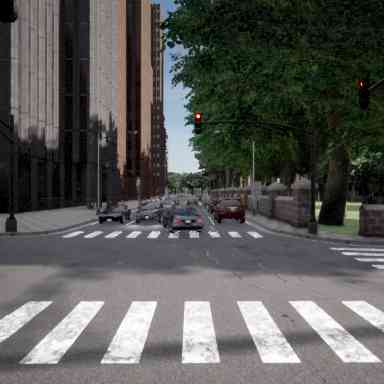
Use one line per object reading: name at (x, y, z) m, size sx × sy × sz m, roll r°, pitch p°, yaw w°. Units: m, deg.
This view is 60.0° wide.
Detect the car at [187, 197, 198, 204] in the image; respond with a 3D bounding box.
car at (0.081, 1.620, 65.761) m, size 1.994 × 1.385 × 4.181 m, roll 0°, pitch 0°, yaw 0°

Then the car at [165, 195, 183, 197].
car at (-2.988, 1.590, 54.096) m, size 2.033 × 1.411 × 5.357 m, roll 0°, pitch 0°, yaw 0°

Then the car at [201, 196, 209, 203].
car at (2.854, 1.593, 74.501) m, size 1.752 × 1.417 × 4.829 m, roll 0°, pitch 0°, yaw 0°

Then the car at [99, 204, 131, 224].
car at (-5.731, 1.576, 25.224) m, size 1.947 × 1.339 × 4.313 m, roll 0°, pitch 0°, yaw 0°

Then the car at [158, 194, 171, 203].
car at (-5.678, 1.375, 68.881) m, size 2.192 × 1.841 × 5.009 m, roll 0°, pitch 0°, yaw 0°

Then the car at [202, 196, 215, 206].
car at (2.834, 1.487, 57.962) m, size 1.967 × 1.590 × 4.097 m, roll 0°, pitch 0°, yaw 0°

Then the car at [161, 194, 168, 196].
car at (-5.685, 1.635, 63.423) m, size 1.802 × 1.307 × 4.206 m, roll 0°, pitch 0°, yaw 0°

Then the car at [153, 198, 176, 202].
car at (-3.056, 1.622, 34.751) m, size 1.895 × 1.301 × 4.718 m, roll 0°, pitch 0°, yaw 0°

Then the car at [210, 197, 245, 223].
car at (2.794, 1.326, 25.223) m, size 2.192 × 1.841 × 5.009 m, roll 0°, pitch 0°, yaw 0°

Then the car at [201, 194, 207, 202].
car at (2.827, 1.481, 52.505) m, size 1.967 × 1.590 × 4.097 m, roll 0°, pitch 0°, yaw 0°

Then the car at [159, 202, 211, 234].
car at (-0.562, 1.558, 19.526) m, size 2.033 × 1.411 × 5.357 m, roll 0°, pitch 0°, yaw -9°

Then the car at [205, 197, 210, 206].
car at (2.807, 1.588, 36.136) m, size 1.947 × 1.339 × 4.313 m, roll 0°, pitch 0°, yaw 0°

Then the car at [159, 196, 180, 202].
car at (-3.038, 1.595, 43.952) m, size 1.994 × 1.385 × 4.181 m, roll 0°, pitch 0°, yaw 0°

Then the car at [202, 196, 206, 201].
car at (2.820, 1.585, 47.049) m, size 2.008 × 1.369 × 4.403 m, roll 0°, pitch 0°, yaw 0°

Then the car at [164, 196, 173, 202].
car at (-5.665, 1.620, 79.795) m, size 1.887 × 1.381 × 4.507 m, roll 0°, pitch 0°, yaw 0°

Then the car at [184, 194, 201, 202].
car at (0.124, 1.536, 55.781) m, size 2.128 × 1.511 × 4.902 m, roll 0°, pitch 0°, yaw 1°

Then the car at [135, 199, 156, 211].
car at (-5.711, 1.579, 41.595) m, size 2.008 × 1.369 × 4.403 m, roll 0°, pitch 0°, yaw 0°

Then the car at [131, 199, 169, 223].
car at (-3.075, 1.516, 25.496) m, size 1.837 × 1.490 × 4.892 m, roll 0°, pitch 0°, yaw 1°

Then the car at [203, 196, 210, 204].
car at (2.814, 1.579, 41.592) m, size 2.008 × 1.369 × 4.403 m, roll 0°, pitch 0°, yaw 0°
